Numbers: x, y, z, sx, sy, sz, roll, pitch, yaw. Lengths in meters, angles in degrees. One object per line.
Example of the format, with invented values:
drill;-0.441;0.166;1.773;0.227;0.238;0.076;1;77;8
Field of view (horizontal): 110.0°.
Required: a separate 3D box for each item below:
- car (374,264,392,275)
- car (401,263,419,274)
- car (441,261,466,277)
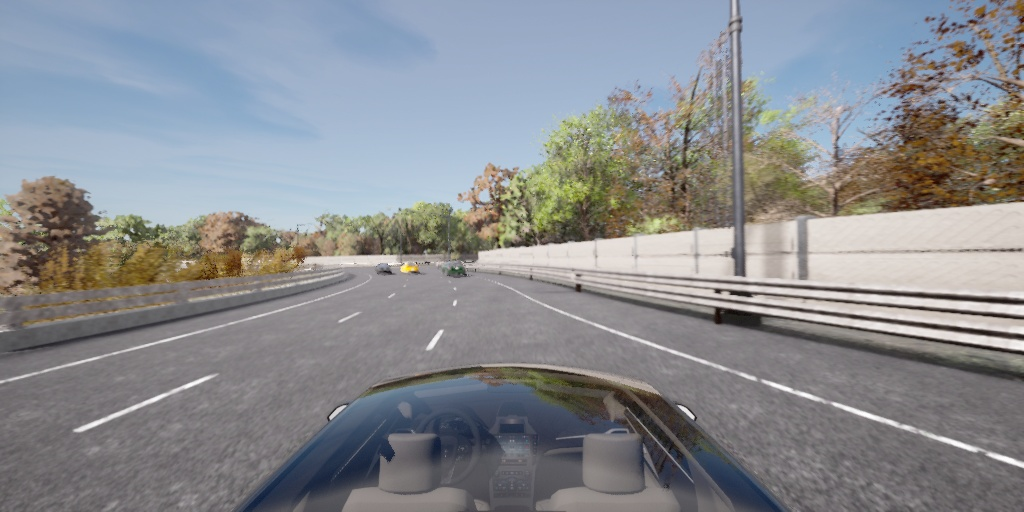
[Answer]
car;-17.836;1.786;49.515;2.033;1.411;5.357;-1;0;-26
car;-14.215;1.657;49.816;1.882;1.535;5.008;-1;0;-25
car;-6.696;1.369;40.681;2.097;1.767;4.553;-1;0;-20
